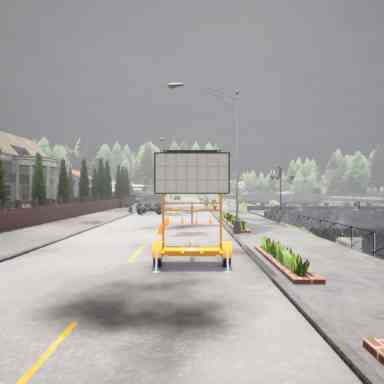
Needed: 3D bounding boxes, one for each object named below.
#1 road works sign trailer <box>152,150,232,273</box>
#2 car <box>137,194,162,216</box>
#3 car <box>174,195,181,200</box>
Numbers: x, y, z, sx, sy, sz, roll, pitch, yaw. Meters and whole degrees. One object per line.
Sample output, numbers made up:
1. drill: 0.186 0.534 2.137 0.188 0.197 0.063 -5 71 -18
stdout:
1. road works sign trailer: 0.003 0.464 10.659 2.380 3.560 2.880 0 0 0
2. car: -4.093 1.221 33.400 2.150 2.045 5.566 0 0 0
3. car: -3.982 1.547 89.932 2.033 1.411 5.357 0 0 0
